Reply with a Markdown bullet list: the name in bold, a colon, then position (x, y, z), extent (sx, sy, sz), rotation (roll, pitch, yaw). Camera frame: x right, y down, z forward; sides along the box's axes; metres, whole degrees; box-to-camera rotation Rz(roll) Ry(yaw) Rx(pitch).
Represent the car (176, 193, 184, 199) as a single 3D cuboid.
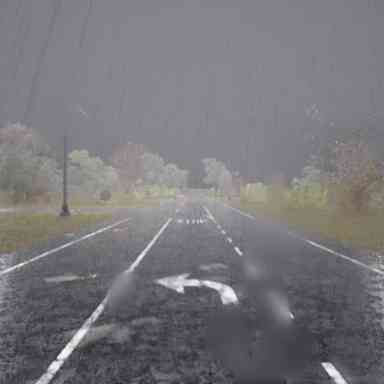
- **car**: position (-3.459, 1.162, 94.284), extent (2.097, 1.767, 4.553), rotation (0, 0, 0)
